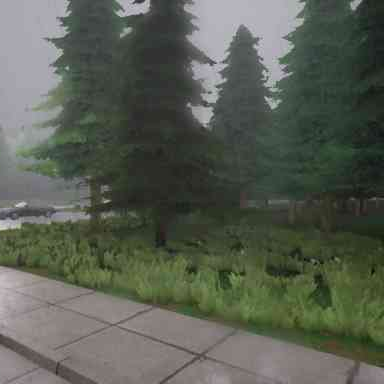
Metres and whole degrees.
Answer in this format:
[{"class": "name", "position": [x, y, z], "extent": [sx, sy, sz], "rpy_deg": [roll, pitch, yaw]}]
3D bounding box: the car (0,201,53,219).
[{"class": "car", "position": [-13.732, 1.499, 27.906], "extent": [1.812, 1.442, 4.674], "rpy_deg": [0, 0, 34]}]
